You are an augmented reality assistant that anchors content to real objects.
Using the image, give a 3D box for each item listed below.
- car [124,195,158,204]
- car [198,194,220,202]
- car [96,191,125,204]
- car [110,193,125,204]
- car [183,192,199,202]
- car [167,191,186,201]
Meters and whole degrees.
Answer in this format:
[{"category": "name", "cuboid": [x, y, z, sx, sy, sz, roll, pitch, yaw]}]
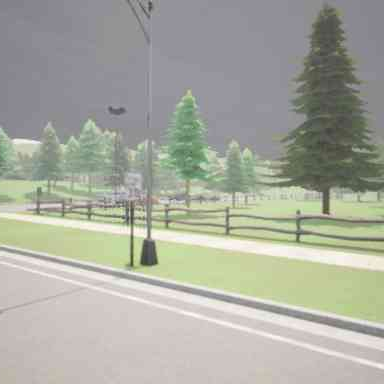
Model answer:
[{"category": "car", "cuboid": [-7.194, 1.157, 49.634, 1.882, 1.535, 5.008, 1, 0, 35]}, {"category": "car", "cuboid": [3.735, 1.241, 65.052, 1.812, 1.442, 4.674, 1, 0, 35]}, {"category": "car", "cuboid": [-12.868, 0.837, 53.697, 2.150, 2.045, 5.566, 1, 0, 36]}, {"category": "car", "cuboid": [-10.053, 1.212, 51.642, 1.994, 1.385, 4.181, 1, 0, 35]}, {"category": "car", "cuboid": [0.871, 1.203, 67.064, 1.837, 1.490, 4.892, 1, 0, 35]}, {"category": "car", "cuboid": [-2.683, 0.838, 68.087, 2.150, 2.045, 5.566, 1, 0, 35]}]
